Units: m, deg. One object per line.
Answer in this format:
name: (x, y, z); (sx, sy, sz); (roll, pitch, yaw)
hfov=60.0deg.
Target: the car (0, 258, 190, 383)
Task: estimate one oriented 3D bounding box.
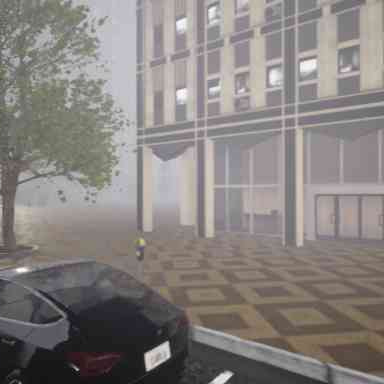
car: (-2.008, 1.566, 4.324); (4.313, 1.339, 1.947); (0, 0, 36)
